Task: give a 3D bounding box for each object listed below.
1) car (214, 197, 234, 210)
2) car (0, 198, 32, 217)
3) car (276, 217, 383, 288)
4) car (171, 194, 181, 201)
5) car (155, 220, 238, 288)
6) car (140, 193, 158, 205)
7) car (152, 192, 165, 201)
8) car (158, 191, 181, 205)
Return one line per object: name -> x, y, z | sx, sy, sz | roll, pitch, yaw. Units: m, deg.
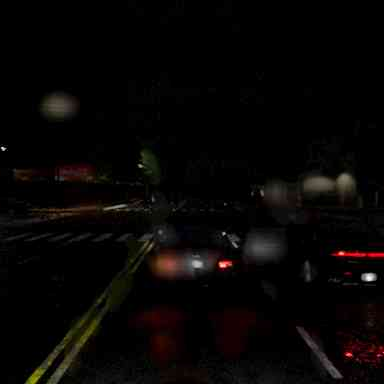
car -> 3.685, 1.291, 38.661 | 1.994, 1.385, 4.181 | 0, 0, 0
car -> -15.992, 1.278, 27.746 | 4.902, 1.511, 2.128 | 0, 0, 1
car -> 3.618, 1.440, 9.071 | 1.837, 1.490, 4.892 | 0, 0, 2
car -> -3.173, 1.128, 66.913 | 1.895, 1.301, 4.718 | 0, 1, 0
car -> 0.038, 1.482, 9.150 | 2.033, 1.411, 5.357 | 0, 0, -1
car -> -6.879, 1.141, 51.532 | 1.837, 1.490, 4.892 | 0, 1, 1
car -> -6.673, 0.879, 67.471 | 2.097, 1.767, 4.553 | 0, 0, 1
car -> -3.390, 0.860, 51.097 | 2.150, 2.045, 5.566 | 0, 1, 1
